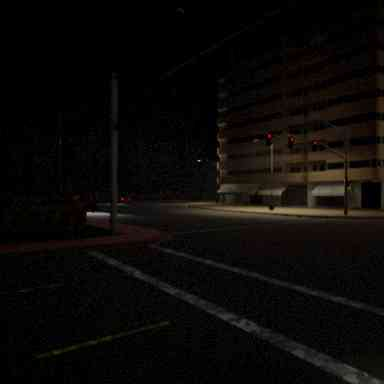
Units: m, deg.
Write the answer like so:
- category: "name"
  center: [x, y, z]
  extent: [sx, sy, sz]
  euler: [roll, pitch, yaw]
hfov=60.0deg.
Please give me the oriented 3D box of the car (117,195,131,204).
- category: "car"
  center: [-12.947, 1.289, 61.887]
  extent: [2.097, 1.767, 4.553]
  euler: [0, 0, 10]

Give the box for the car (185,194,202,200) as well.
- category: "car"
  center: [0.363, 1.284, 85.967]
  extent: [4.553, 1.767, 2.097]
  euler: [0, 0, -43]

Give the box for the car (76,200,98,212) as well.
- category: "car"
  center: [-12.218, 1.538, 37.600]
  extent: [1.895, 1.301, 4.718]
  euler: [0, 0, -35]
